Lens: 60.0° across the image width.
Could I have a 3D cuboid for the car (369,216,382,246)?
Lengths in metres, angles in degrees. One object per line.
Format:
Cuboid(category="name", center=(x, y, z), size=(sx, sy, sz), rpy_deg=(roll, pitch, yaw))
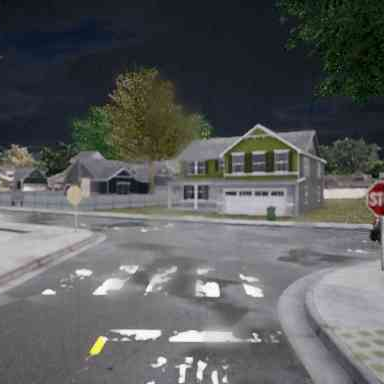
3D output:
Cuboid(category="car", center=(8.486, 1.050, 11.089), size=(4.553, 1.767, 2.097), rpy_deg=(-1, 0, 31))
